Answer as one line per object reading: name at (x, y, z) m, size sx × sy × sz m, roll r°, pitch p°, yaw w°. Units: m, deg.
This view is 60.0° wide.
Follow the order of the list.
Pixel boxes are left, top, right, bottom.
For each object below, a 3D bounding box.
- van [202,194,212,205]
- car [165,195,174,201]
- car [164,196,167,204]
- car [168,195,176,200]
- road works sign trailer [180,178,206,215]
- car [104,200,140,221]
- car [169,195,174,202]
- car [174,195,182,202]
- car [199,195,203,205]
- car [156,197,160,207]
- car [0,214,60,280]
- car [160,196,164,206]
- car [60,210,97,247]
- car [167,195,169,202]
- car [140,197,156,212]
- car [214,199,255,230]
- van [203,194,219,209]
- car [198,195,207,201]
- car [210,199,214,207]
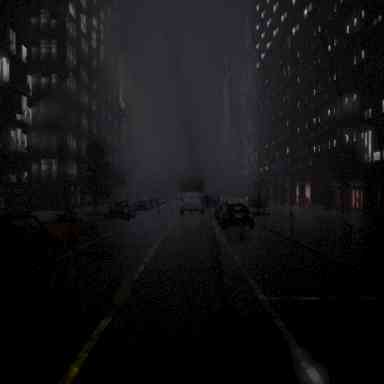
van at (2.681, 1.331, 60.762) m, size 1.690 × 1.788 × 3.998 m, roll -1°, pitch 0°, yaw 0°
car at (-5.697, 1.536, 83.496) m, size 2.008 × 1.369 × 4.403 m, roll -1°, pitch 0°, yaw 0°
car at (-5.698, 1.541, 55.078) m, size 2.008 × 1.369 × 4.403 m, roll -1°, pitch 0°, yaw 0°
car at (-5.697, 1.565, 94.863) m, size 1.802 × 1.307 × 4.206 m, roll -1°, pitch 0°, yaw 0°
road works sign trailer at (-0.007, 0.419, 33.048) m, size 2.380 × 3.560 × 2.880 m, roll 0°, pitch 1°, yaw 0°
car at (-5.699, 1.435, 26.660) m, size 1.967 × 1.590 × 4.097 m, roll -1°, pitch 0°, yaw 0°
car at (-5.698, 1.538, 72.129) m, size 2.008 × 1.369 × 4.403 m, roll -1°, pitch 0°, yaw 0°
car at (-3.000, 1.463, 76.725) m, size 2.128 × 1.511 × 4.902 m, roll 0°, pitch 0°, yaw 0°
car at (2.681, 1.306, 55.078) m, size 2.192 × 1.841 × 5.009 m, roll -1°, pitch 0°, yaw 0°
car at (-5.697, 1.558, 43.711) m, size 1.947 × 1.339 × 4.313 m, roll -1°, pitch 0°, yaw 0°
car at (-5.699, 1.438, 9.609) m, size 1.967 × 1.590 × 4.097 m, roll -1°, pitch 0°, yaw 0°
car at (-5.697, 1.536, 49.395) m, size 1.887 × 1.381 × 4.507 m, roll -1°, pitch 0°, yaw 0°
car at (-5.698, 1.522, 15.123) m, size 1.752 × 1.417 × 4.829 m, roll -1°, pitch 0°, yaw 0°
car at (-5.697, 1.572, 60.762) m, size 1.802 × 1.307 × 4.206 m, roll -1°, pitch 0°, yaw 0°
car at (-5.698, 1.544, 38.027) m, size 2.008 × 1.369 × 4.403 m, roll -1°, pitch 0°, yaw 0°
car at (2.682, 1.436, 20.977) m, size 1.967 × 1.590 × 4.097 m, roll -1°, pitch 0°, yaw 0°
van at (2.681, 1.333, 43.711) m, size 1.690 × 1.788 × 3.998 m, roll -1°, pitch 0°, yaw 0°
car at (2.683, 1.536, 83.496) m, size 2.008 × 1.369 × 4.403 m, roll -1°, pitch 0°, yaw 0°
car at (2.683, 1.520, 26.830) m, size 1.752 × 1.417 × 4.829 m, roll -1°, pitch 0°, yaw 0°
